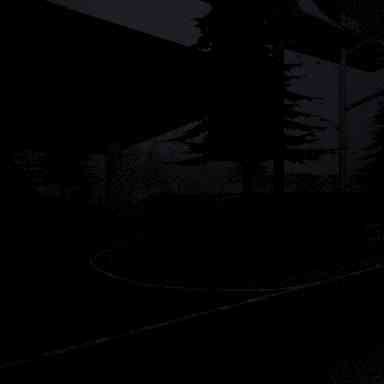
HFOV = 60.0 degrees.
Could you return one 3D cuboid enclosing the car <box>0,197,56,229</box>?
[{"bbox_3d":[-11.854,1.313,23.546,3.866,1.878,1.905,0,0,-36],"label":"car"}]
